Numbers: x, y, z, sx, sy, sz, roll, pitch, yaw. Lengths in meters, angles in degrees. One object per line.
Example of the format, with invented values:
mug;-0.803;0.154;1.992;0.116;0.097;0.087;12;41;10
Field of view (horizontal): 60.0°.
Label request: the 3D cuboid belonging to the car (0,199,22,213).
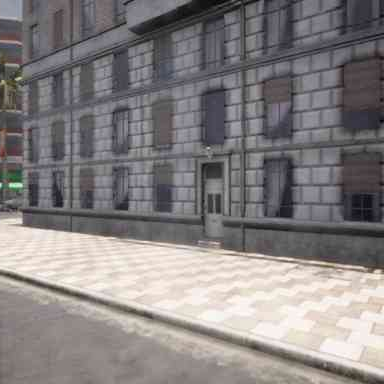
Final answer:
car;-19.730;1.491;37.504;2.128;1.511;4.902;0;0;36
